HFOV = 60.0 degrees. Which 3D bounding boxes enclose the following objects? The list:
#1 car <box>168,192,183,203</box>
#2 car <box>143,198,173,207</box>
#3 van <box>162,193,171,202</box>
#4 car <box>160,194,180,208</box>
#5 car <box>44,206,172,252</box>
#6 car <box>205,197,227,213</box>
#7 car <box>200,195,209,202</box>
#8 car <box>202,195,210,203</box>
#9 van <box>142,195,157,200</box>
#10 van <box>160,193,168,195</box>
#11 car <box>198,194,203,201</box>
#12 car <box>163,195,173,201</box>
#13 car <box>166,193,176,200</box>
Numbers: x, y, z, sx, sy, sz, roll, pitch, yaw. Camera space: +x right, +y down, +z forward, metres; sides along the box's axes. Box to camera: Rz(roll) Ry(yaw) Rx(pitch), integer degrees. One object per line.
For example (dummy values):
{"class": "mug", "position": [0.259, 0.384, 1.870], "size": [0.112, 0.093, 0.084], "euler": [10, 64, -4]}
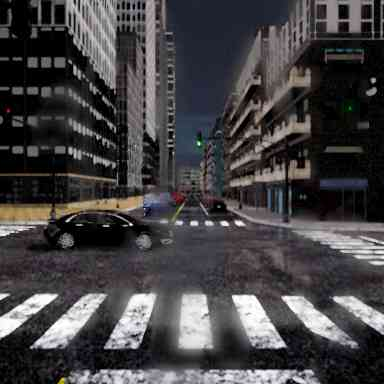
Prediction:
{"class": "car", "position": [-2.988, 1.074, 65.421], "size": [2.150, 2.045, 5.566], "euler": [0, 0, 0]}
{"class": "car", "position": [-3.090, 1.530, 30.542], "size": [1.895, 1.301, 4.718], "euler": [0, 0, 0]}
{"class": "van", "position": [-5.680, 1.181, 73.504], "size": [1.690, 1.788, 3.998], "euler": [0, 0, 0]}
{"class": "car", "position": [-3.082, 1.443, 46.233], "size": [2.033, 1.411, 5.357], "euler": [0, 0, -1]}
{"class": "car", "position": [-3.240, 1.461, 13.150], "size": [4.892, 1.490, 1.837], "euler": [1, 0, -1]}
{"class": "car", "position": [2.695, 1.485, 35.265], "size": [1.947, 1.339, 4.313], "euler": [0, 0, 0]}
{"class": "car", "position": [2.701, 1.385, 73.503], "size": [1.887, 1.381, 4.507], "euler": [0, 0, 0]}
{"class": "car", "position": [2.696, 1.442, 45.232], "size": [1.887, 1.381, 4.507], "euler": [0, 0, 0]}
{"class": "van", "position": [-5.685, 1.239, 45.233], "size": [1.690, 1.788, 3.998], "euler": [0, 0, 0]}
{"class": "van", "position": [-5.681, 1.192, 67.849], "size": [1.690, 1.788, 3.998], "euler": [0, 0, 0]}
{"class": "car", "position": [2.699, 1.413, 62.195], "size": [2.008, 1.369, 4.403], "euler": [0, 0, 0]}
{"class": "car", "position": [-5.678, 1.380, 79.159], "size": [2.008, 1.369, 4.403], "euler": [0, 0, 0]}
{"class": "car", "position": [-5.677, 1.122, 90.467], "size": [2.192, 1.841, 5.009], "euler": [0, 0, 0]}
